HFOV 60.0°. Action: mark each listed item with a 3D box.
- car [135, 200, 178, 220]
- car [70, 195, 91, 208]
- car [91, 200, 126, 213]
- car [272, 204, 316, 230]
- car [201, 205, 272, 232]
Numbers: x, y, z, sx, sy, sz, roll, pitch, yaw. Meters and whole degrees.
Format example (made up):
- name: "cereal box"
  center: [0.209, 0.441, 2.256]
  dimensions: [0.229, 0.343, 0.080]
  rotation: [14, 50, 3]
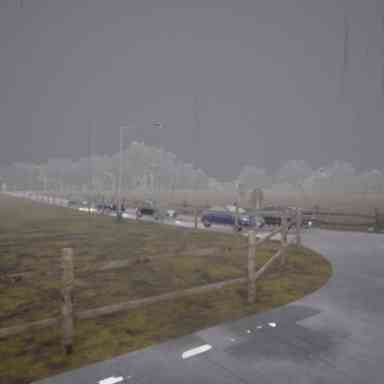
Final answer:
- name: "car"
  center: [-3.028, 1.479, 27.867]
  dimensions: [2.128, 1.511, 4.902]
  rotation: [1, -1, -36]
- name: "car"
  center: [-14.895, 1.231, 44.340]
  dimensions: [2.128, 1.511, 4.902]
  rotation: [1, 0, -35]
- name: "car"
  center: [-8.828, 1.509, 35.885]
  dimensions: [1.895, 1.301, 4.718]
  rotation: [1, 0, -36]
- name: "car"
  center: [5.430, 1.546, 21.168]
  dimensions: [1.837, 1.490, 4.892]
  rotation: [2, -2, -34]
- name: "car"
  center: [2.353, 1.515, 20.378]
  dimensions: [1.812, 1.442, 4.674]
  rotation: [1, -1, -35]
